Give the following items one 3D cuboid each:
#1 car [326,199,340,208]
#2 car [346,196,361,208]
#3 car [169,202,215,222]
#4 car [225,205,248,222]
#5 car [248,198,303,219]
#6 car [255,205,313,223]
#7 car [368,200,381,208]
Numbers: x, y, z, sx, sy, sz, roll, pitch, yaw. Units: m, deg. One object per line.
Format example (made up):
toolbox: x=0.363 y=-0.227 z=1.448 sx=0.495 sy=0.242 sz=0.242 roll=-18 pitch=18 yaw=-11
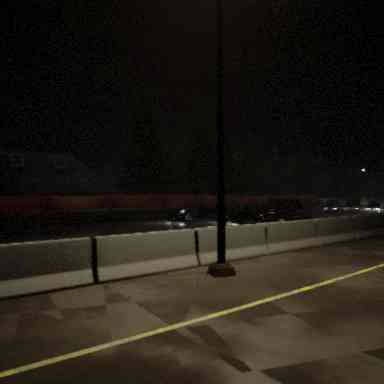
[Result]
car: x=26.969 y=2.148 z=63.639 sx=1.882 sy=1.535 sz=5.008 roll=-1 pitch=-1 yaw=31
car: x=30.647 y=1.859 z=62.988 sx=2.150 sy=2.045 sz=5.566 roll=-1 pitch=-1 yaw=31
car: x=0.020 y=1.776 z=31.064 sx=4.553 sy=1.767 sz=2.097 roll=0 pitch=-1 yaw=-43
car: x=4.687 y=1.911 z=30.599 sx=4.674 sy=1.442 sz=1.812 roll=0 pitch=-1 yaw=-43
car: x=7.570 y=1.560 z=28.498 sx=5.566 sy=2.045 sz=2.150 roll=1 pitch=-1 yaw=-44
car: x=6.609 y=1.831 z=22.874 sx=4.181 sy=1.385 sz=1.994 roll=0 pitch=-1 yaw=-42
car: x=33.038 y=2.174 z=60.150 sx=1.895 sy=1.301 sz=4.718 roll=-1 pitch=-1 yaw=31
